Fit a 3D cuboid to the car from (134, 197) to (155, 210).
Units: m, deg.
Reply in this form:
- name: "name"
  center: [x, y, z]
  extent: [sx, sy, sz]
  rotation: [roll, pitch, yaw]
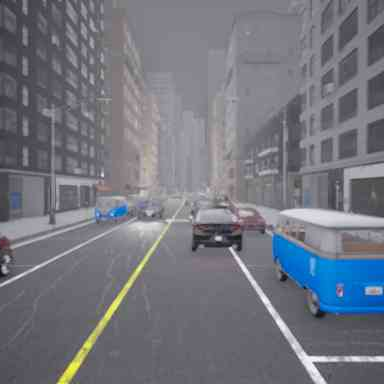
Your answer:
- name: "car"
  center: [-5.686, 1.354, 40.070]
  extent: [1.947, 1.339, 4.313]
  rotation: [0, 0, 0]

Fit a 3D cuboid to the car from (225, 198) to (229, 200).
- name: "car"
  center: [2.844, 1.426, 29.071]
  extent: [1.802, 1.307, 4.206]
  rotation: [0, 0, 0]

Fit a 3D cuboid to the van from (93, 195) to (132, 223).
- name: "van"
  center: [-5.680, 1.214, 23.566]
  extent: [1.690, 1.788, 3.998]
  rotation: [0, 0, 0]

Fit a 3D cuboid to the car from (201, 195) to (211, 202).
- name: "car"
  center: [2.827, 1.218, 67.580]
  extent: [1.947, 1.339, 4.313]
  rotation: [0, 0, 0]

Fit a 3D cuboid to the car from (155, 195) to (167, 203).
- name: "car"
  center: [-5.696, 1.260, 62.076]
  extent: [1.802, 1.307, 4.206]
  rotation: [0, 0, 0]

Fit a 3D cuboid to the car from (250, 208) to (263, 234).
- name: "car"
  center: [2.848, 1.484, 18.069]
  extent: [1.802, 1.307, 4.206]
  rotation: [0, 0, 0]

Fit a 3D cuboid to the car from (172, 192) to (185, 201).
- name: "car"
  center: [-3.029, 0.809, 68.380]
  extent: [2.097, 1.767, 4.553]
  rotation: [0, 0, 0]

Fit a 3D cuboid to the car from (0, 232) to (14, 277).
- name: "car"
  center: [-5.672, 1.401, 7.062]
  extent: [1.967, 1.590, 4.097]
  rotation: [0, 0, 0]

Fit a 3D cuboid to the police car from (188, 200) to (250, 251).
- name: "police car"
  center: [0.894, 1.350, 13.853]
  extent: [1.930, 1.638, 5.238]
  rotation: [0, 0, 0]

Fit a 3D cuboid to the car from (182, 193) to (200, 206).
- name: "car"
  center: [-0.015, 1.304, 49.600]
  extent: [1.994, 1.385, 4.181]
  rotation: [0, 0, 0]

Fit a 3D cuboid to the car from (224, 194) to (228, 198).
- name: "car"
  center: [2.841, 1.131, 34.571]
  extent: [2.192, 1.841, 5.009]
  rotation: [0, 0, 0]

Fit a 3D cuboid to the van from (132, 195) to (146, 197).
- name: "van"
  center: [-5.685, 1.157, 34.568]
  extent: [1.690, 1.788, 3.998]
  rotation: [0, 0, 0]

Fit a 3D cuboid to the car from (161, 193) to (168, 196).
- name: "car"
  center: [-5.694, 1.271, 56.574]
  extent: [1.947, 1.339, 4.313]
  rotation: [0, 0, 0]

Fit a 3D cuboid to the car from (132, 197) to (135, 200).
- name: "car"
  center: [-5.682, 1.395, 29.068]
  extent: [2.008, 1.369, 4.403]
  rotation: [0, 0, 0]

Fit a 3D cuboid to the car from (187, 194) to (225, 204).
- name: "car"
  center: [0.890, 1.224, 23.713]
  extent: [2.097, 1.767, 4.553]
  rotation: [0, 0, 0]

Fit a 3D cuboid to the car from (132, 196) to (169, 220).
- name: "car"
  center: [-3.108, 1.348, 26.709]
  extent: [2.128, 1.511, 4.902]
  rotation: [0, 0, 0]

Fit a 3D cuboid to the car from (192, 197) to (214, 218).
- name: "car"
  center: [0.887, 1.295, 29.933]
  extent: [1.801, 1.575, 5.366]
  rotation: [0, 0, 0]

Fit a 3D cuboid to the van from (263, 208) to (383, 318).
- name: "van"
  center: [2.853, 1.302, 7.065]
  extent: [1.690, 1.788, 3.998]
  rotation: [0, 0, 0]

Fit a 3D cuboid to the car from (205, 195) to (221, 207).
- name: "car"
  center: [2.836, 1.200, 45.575]
  extent: [1.967, 1.590, 4.097]
  rotation: [0, 0, 0]
